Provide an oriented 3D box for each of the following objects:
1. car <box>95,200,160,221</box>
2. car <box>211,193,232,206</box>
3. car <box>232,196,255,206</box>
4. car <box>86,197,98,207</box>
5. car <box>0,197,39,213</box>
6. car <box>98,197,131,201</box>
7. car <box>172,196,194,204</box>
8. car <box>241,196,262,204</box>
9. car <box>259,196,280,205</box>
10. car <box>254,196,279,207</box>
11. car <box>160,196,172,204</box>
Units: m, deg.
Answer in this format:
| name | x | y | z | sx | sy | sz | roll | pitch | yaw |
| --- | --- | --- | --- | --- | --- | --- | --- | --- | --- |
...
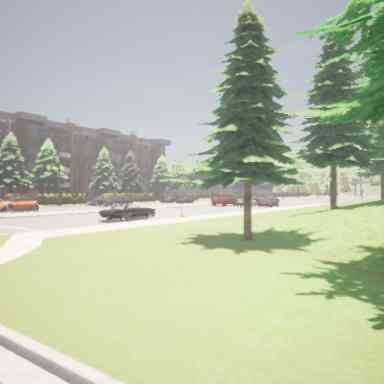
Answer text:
| name | x | y | z | sx | sy | sz | roll | pitch | yaw |
| --- | --- | --- | --- | --- | --- | --- | --- | --- | --- |
| car | -5.095 | 1.606 | 26.985 | 1.895 | 1.301 | 4.718 | 0 | 0 | 36 |
| car | 5.185 | 1.229 | 53.844 | 2.150 | 2.045 | 5.566 | 0 | 0 | 36 |
| car | 8.562 | 1.532 | 52.548 | 1.812 | 1.442 | 4.674 | 0 | 0 | 36 |
| car | -14.331 | 1.503 | 52.349 | 2.128 | 1.511 | 4.902 | 0 | 0 | 35 |
| car | -20.084 | 1.364 | 38.065 | 2.097 | 1.767 | 4.553 | 0 | 0 | 35 |
| car | -11.344 | 1.513 | 50.519 | 1.837 | 1.490 | 4.892 | 0 | 1 | 35 |
| car | -1.345 | 1.622 | 64.639 | 1.994 | 1.385 | 4.181 | 0 | 0 | 35 |
| car | 11.292 | 1.499 | 62.634 | 2.128 | 1.511 | 4.902 | 0 | 0 | 35 |
| car | 14.173 | 1.484 | 60.646 | 1.882 | 1.535 | 5.008 | 0 | 0 | 35 |
| car | 11.778 | 1.569 | 51.026 | 1.994 | 1.385 | 4.181 | 0 | 0 | 35 |
| car | -4.212 | 1.566 | 66.647 | 2.033 | 1.411 | 5.357 | 0 | 0 | 35 |
